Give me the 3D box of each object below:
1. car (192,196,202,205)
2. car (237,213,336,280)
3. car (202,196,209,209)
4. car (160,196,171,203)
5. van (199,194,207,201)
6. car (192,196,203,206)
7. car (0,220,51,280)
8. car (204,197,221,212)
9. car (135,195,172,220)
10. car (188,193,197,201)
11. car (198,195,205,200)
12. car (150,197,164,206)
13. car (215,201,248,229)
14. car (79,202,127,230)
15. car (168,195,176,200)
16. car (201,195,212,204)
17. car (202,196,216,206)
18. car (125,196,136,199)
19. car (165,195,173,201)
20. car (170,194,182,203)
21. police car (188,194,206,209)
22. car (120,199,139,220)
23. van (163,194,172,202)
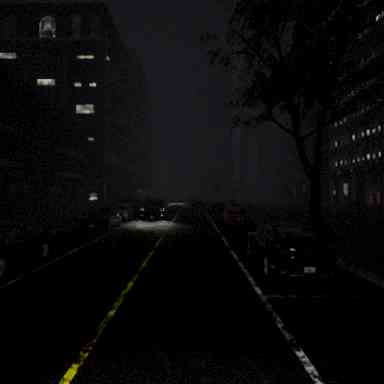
[{"bbox_3d":[0.933,1.462,61.101,1.801,1.575,5.366,0,0,0],"label":"car"},{"bbox_3d":[2.707,1.550,9.806,2.008,1.369,4.403,1,0,0],"label":"car"},{"bbox_3d":[2.725,1.553,43.223,2.008,1.369,4.403,1,0,0],"label":"car"},{"bbox_3d":[-5.640,1.561,71.078,2.008,1.369,4.403,1,0,0],"label":"car"},{"bbox_3d":[2.749,1.355,82.212,1.690,1.788,3.998,1,0,0],"label":"van"},{"bbox_3d":[0.911,1.461,55.101,1.801,1.575,5.366,0,0,0],"label":"car"},{"bbox_3d":[-5.673,1.550,9.812,2.008,1.369,4.403,1,0,0],"label":"car"},{"bbox_3d":[2.722,1.552,37.655,2.008,1.369,4.403,1,0,0],"label":"car"},{"bbox_3d":[-3.083,1.352,27.689,2.097,1.767,4.553,0,0,0],"label":"car"},{"bbox_3d":[0.044,1.238,79.077,2.097,1.767,4.553,0,0,0],"label":"car"},{"bbox_3d":[2.752,1.600,93.350,1.802,1.307,4.206,1,0,0],"label":"car"},{"bbox_3d":[-5.649,1.550,54.368,1.887,1.381,4.507,1,0,0],"label":"car"},{"bbox_3d":[2.714,1.525,21.116,1.752,1.417,4.829,1,0,0],"label":"car"},{"bbox_3d":[-5.667,1.566,20.951,1.947,1.339,4.313,1,0,0],"label":"car"},{"bbox_3d":[-5.628,1.569,93.355,2.008,1.369,4.403,1,0,0],"label":"car"},{"bbox_3d":[2.739,1.448,65.503,1.967,1.590,4.097,1,0,0],"label":"car"},{"bbox_3d":[2.732,1.445,54.363,1.967,1.590,4.097,1,0,0],"label":"car"},{"bbox_3d":[-5.657,1.316,32.091,2.192,1.841,5.009,1,0,0],"label":"car"},{"bbox_3d":[-5.634,1.540,82.047,1.752,1.417,4.829,1,0,0],"label":"car"},{"bbox_3d":[-2.962,1.524,69.399,2.128,1.511,4.902,0,0,0],"label":"car"},{"bbox_3d":[0.709,1.428,45.007,1.930,1.638,5.238,0,0,-2],"label":"police car"},{"bbox_3d":[-5.664,1.526,26.350,1.752,1.417,4.829,1,0,0],"label":"car"},{"bbox_3d":[-5.634,1.353,76.648,1.690,1.788,3.998,1,0,0],"label":"van"}]
